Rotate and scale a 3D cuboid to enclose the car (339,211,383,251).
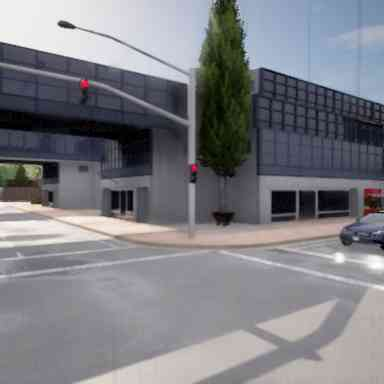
[{"bbox_3d":[8.284,1.537,14.216,4.674,1.442,1.812,0,0,-34],"label":"car"}]
